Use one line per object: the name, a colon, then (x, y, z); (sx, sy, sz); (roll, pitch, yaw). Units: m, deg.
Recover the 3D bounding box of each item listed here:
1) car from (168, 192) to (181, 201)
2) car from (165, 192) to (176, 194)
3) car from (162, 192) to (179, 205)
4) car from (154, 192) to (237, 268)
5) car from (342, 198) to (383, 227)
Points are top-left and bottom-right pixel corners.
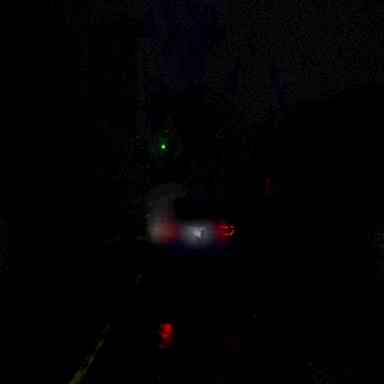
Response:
car: (-2.780, 0.634, 54.395); (1.895, 1.301, 4.718); (0, 2, 0)
car: (-2.852, 1.025, 34.682); (2.128, 1.511, 4.902); (0, 1, -1)
car: (-2.830, 0.780, 44.089); (1.882, 1.535, 5.008); (0, 1, 0)
car: (0.341, 1.156, 11.228); (2.150, 2.045, 5.566); (0, 0, 5)
car: (12.719, 1.317, 21.977); (5.009, 1.841, 2.192); (1, 0, 0)
